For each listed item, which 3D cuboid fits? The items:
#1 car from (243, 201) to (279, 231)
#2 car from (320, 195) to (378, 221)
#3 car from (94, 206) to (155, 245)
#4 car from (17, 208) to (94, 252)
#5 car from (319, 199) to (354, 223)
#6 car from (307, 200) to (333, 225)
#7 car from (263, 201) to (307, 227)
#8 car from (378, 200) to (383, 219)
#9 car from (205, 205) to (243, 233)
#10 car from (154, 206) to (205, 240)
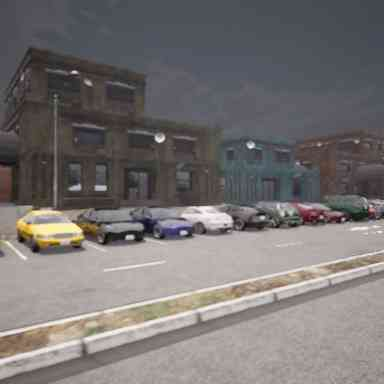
[{"bbox_3d":[2.654,1.531,20.840,2.163,1.488,4.792,0,0,-36],"label":"car"},{"bbox_3d":[11.586,1.294,27.309,2.435,2.045,5.566,0,0,-36],"label":"car"},{"bbox_3d":[-4.011,1.512,15.941,2.163,1.488,4.792,0,0,-36],"label":"car"},{"bbox_3d":[-6.152,1.475,14.197,1.946,1.575,5.366,0,0,-36],"label":"car"},{"bbox_3d":[9.385,1.562,25.644,2.163,1.488,4.792,0,0,-36],"label":"car"},{"bbox_3d":[7.139,1.521,24.047,2.097,1.535,5.008,0,0,-36],"label":"car"},{"bbox_3d":[4.922,1.385,22.408,2.185,1.767,4.553,0,0,-36],"label":"car"},{"bbox_3d":[13.836,1.599,28.901,2.002,1.452,4.674,0,0,-36],"label":"car"},{"bbox_3d":[0.409,1.534,19.175,2.002,1.452,4.674,0,0,-36],"label":"car"},{"bbox_3d":[-1.779,1.517,17.557,2.163,1.488,4.792,0,0,-36],"label":"car"}]
